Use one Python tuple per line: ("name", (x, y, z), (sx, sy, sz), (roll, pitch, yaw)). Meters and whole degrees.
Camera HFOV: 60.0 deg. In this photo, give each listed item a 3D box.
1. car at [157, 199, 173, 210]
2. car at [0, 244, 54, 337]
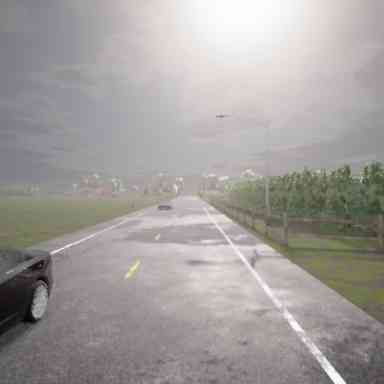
("car", (-3.580, 1.684, 45.185), (2.033, 1.411, 5.357), (0, 0, 0))
("car", (-3.600, 1.492, 4.390), (1.882, 1.535, 5.008), (0, 0, 0))
